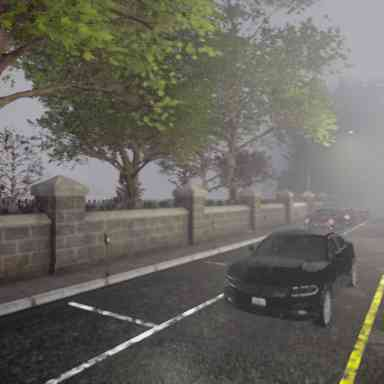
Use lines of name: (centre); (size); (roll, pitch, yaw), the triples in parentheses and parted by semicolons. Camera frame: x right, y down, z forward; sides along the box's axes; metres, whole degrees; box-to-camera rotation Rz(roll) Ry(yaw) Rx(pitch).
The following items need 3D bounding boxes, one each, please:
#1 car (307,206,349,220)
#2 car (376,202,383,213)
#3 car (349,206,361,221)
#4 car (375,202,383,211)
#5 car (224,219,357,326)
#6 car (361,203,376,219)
car: (8.723, 1.823, 21.794); (1.967, 1.590, 4.097); (-1, -1, 34)
car: (27.438, 2.381, 49.706); (1.752, 1.417, 4.829); (-1, -1, 34)
car: (11.857, 1.901, 26.468); (1.967, 1.590, 4.097); (-1, -1, 34)
car: (33.708, 2.545, 59.059); (1.752, 1.417, 4.829); (-1, -2, 34)
car: (2.513, 1.617, 7.696); (1.882, 1.535, 5.008); (-1, -2, 34)
car: (18.128, 2.169, 35.819); (2.008, 1.369, 4.403); (-1, -1, 34)
